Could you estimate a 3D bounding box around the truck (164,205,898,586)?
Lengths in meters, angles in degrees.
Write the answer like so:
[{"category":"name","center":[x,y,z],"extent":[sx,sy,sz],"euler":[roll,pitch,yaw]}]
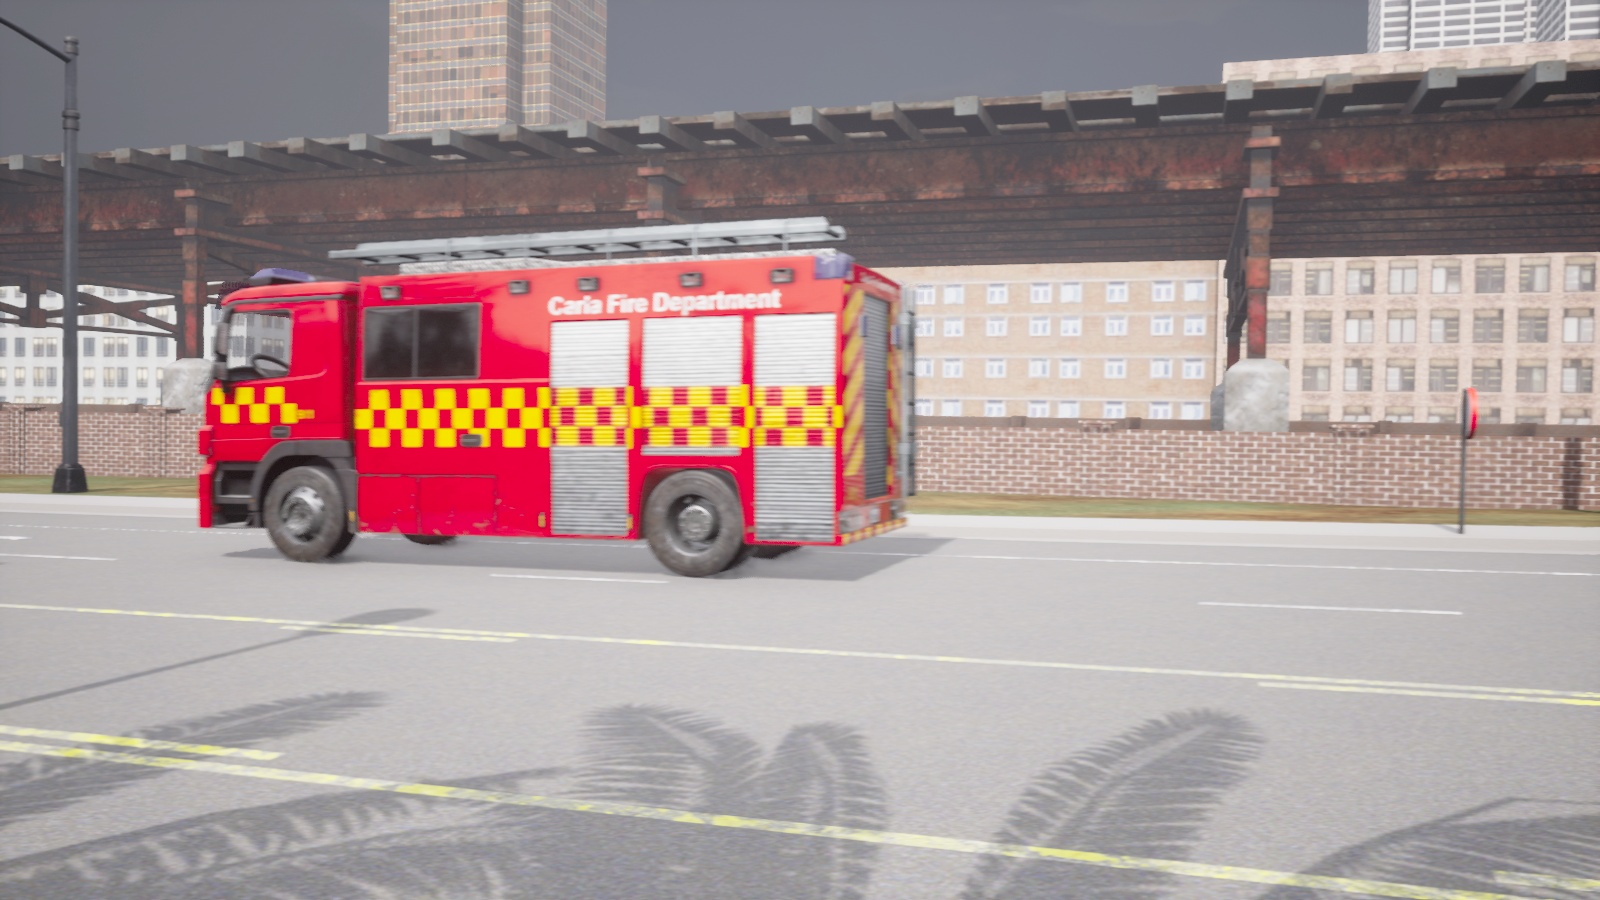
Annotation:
[{"category":"truck","center":[-3.282,-0.605,15.355],"extent":[8.468,3.827,2.891],"euler":[1,1,19]}]
